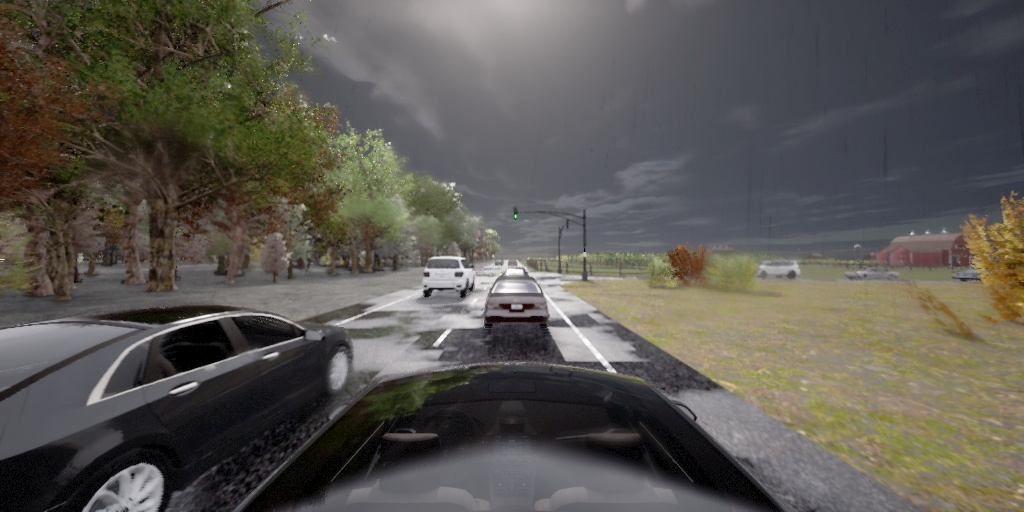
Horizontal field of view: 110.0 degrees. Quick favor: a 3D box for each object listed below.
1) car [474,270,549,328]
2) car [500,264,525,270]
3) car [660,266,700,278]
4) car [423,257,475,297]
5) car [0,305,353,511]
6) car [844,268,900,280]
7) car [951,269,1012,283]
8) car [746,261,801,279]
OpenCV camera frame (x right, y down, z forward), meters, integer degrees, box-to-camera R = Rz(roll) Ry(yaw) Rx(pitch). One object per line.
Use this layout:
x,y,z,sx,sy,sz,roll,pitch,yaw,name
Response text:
0.116,1.350,11.648,2.033,1.411,5.357,0,0,0,car
0.245,1.428,23.207,1.994,1.385,4.181,0,0,3,car
18.909,1.773,40.581,4.181,1.385,1.994,1,-1,0,car
-3.366,1.068,19.878,2.150,2.045,5.566,0,0,0,car
-3.397,1.265,3.700,1.837,1.490,4.892,0,0,0,car
40.483,2.045,40.430,4.718,1.301,1.895,1,-1,1,car
48.652,2.002,36.780,5.357,1.411,2.033,1,-1,1,car
29.344,1.545,40.521,5.566,2.045,2.150,1,-1,0,car
